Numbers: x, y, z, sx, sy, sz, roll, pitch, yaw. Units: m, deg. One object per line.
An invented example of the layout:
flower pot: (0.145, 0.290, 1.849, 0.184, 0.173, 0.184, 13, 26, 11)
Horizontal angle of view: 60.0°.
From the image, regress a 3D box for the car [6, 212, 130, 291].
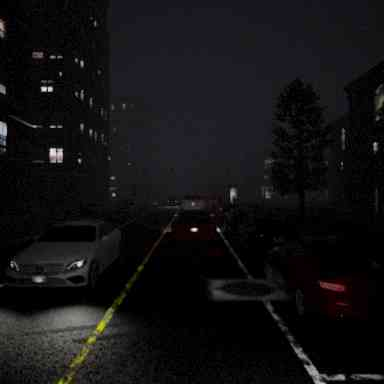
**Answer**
car: (-3.101, 1.492, 9.063, 1.812, 1.442, 4.674, 0, 0, 0)

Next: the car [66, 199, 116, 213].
car: (-5.690, 1.379, 18.015, 1.967, 1.590, 4.097, 0, 0, 0)

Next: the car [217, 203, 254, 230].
car: (2.691, 1.489, 18.014, 2.008, 1.369, 4.403, 0, 0, 0)

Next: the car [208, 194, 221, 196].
car: (2.691, 1.187, 40.172, 2.192, 1.841, 5.009, 0, 0, 0)

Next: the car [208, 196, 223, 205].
car: (2.691, 1.414, 34.803, 1.752, 1.417, 4.829, 0, 0, 0)

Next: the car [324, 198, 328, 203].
car: (26.152, 1.482, 60.202, 4.507, 1.381, 1.887, 0, 0, 0)

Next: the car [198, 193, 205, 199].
car: (2.691, 1.197, 95.057, 1.967, 1.590, 4.097, 0, 0, 0)

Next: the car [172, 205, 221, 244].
car: (0.097, 1.509, 15.613, 1.994, 1.385, 4.181, 0, 0, 0)

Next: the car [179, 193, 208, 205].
car: (0.100, 1.117, 32.376, 2.150, 2.045, 5.566, 0, 0, 0)

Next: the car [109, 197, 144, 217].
car: (-5.690, 1.346, 29.094, 1.967, 1.590, 4.097, 0, 0, 0)

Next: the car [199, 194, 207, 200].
car: (2.691, 1.323, 83.664, 2.008, 1.369, 4.403, 0, 0, 0)

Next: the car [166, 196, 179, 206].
car: (-2.999, 1.336, 52.395, 1.837, 1.490, 4.892, 0, 0, 0)

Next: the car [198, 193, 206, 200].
car: (2.691, 1.205, 89.361, 1.967, 1.590, 4.097, 0, 0, 0)

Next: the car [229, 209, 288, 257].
car: (2.690, 1.521, 12.477, 1.947, 1.339, 4.313, 0, 0, 0)

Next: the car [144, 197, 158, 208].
car: (-5.690, 1.382, 45.544, 1.752, 1.417, 4.829, 0, 0, 0)

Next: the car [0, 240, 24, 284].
car: (-5.690, 1.524, 6.937, 2.008, 1.369, 4.403, 0, 0, 0)

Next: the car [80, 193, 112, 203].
car: (-17.272, 1.078, 59.946, 5.009, 1.841, 2.192, 0, 0, 0)

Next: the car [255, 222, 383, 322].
car: (2.691, 1.555, 6.937, 1.802, 1.307, 4.206, 0, 0, 0)

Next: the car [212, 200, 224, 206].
car: (2.690, 1.488, 23.554, 1.947, 1.339, 4.313, 0, 0, 0)
